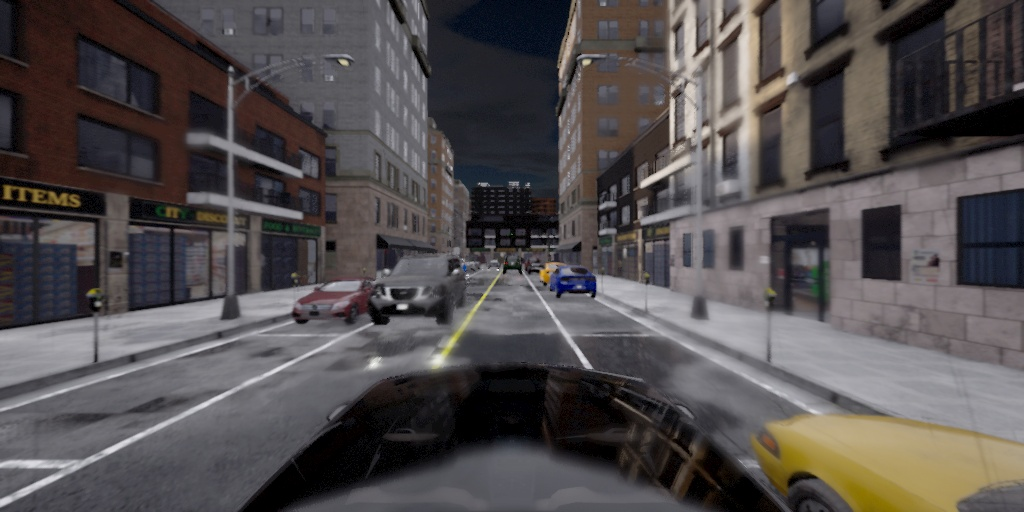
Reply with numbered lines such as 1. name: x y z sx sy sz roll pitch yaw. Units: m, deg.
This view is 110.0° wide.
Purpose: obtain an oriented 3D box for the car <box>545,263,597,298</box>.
1. car: 3.020 1.224 18.554 1.882 1.535 5.008 0 0 0

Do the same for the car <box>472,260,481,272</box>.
1. car: -5.375 1.295 45.831 2.007 1.370 4.403 0 0 0

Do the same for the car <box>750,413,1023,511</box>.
1. car: 2.637 1.276 0.704 1.751 1.417 4.829 0 0 0

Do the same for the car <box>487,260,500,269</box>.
1. car: -2.735 1.307 55.280 1.812 1.442 4.674 0 0 0

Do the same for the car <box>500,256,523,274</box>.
1. car: 0.071 0.964 42.182 2.150 2.045 5.566 0 0 0

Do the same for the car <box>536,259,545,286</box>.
1. car: 3.021 1.223 25.554 1.882 1.535 5.008 0 0 0

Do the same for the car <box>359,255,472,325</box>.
1. car: -2.849 0.970 12.108 2.150 2.045 5.566 0 0 0

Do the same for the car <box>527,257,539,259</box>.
1. car: 2.650 1.059 45.829 2.192 1.841 5.009 0 0 0

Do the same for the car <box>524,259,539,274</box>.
1. car: 2.648 1.311 40.167 1.948 1.339 4.313 0 0 0

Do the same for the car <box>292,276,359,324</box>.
1. car: -5.385 1.330 11.861 1.802 1.307 4.207 0 0 0
